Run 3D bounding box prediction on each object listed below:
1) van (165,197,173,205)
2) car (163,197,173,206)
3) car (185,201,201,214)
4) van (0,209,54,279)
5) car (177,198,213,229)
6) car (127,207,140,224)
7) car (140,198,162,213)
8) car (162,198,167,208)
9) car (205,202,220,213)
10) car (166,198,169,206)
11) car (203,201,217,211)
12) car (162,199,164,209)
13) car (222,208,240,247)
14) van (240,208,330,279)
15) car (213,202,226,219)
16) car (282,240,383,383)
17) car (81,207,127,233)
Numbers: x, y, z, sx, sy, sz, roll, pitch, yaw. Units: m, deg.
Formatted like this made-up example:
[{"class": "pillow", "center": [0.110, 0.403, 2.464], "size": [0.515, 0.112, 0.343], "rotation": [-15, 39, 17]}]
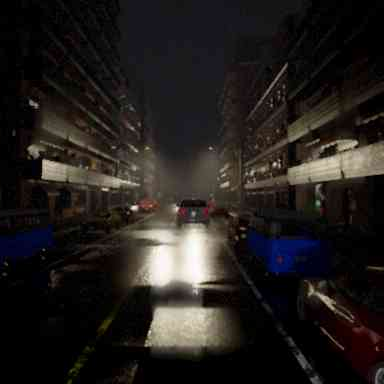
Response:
[{"class": "van", "center": [-5.704, 2.256, 84.018], "size": [1.690, 1.788, 3.998], "rotation": [0, -1, 0]}, {"class": "car", "center": [-5.702, 2.090, 72.637], "size": [2.192, 1.841, 5.009], "rotation": [0, -1, 0]}, {"class": "car", "center": [0.092, 1.919, 41.412], "size": [1.837, 1.490, 4.892], "rotation": [0, -1, 0]}, {"class": "van", "center": [-5.686, 1.437, 10.048], "size": [1.690, 1.788, 3.998], "rotation": [0, -1, 0]}, {"class": "car", "center": [0.095, 1.450, 23.544], "size": [2.150, 2.045, 5.566], "rotation": [0, -1, 0]}, {"class": "car", "center": [-5.692, 1.848, 27.118], "size": [1.802, 1.307, 4.206], "rotation": [0, -1, 0]}, {"class": "car", "center": [-5.694, 1.761, 44.189], "size": [2.192, 1.841, 5.009], "rotation": [0, -1, 0]}, {"class": "car", "center": [-5.698, 2.137, 55.567], "size": [1.947, 1.339, 4.313], "rotation": [0, -1, 0]}, {"class": "car", "center": [2.685, 2.028, 44.186], "size": [1.802, 1.307, 4.206], "rotation": [0, -1, 0]}, {"class": "car", "center": [-5.700, 2.219, 61.255], "size": [1.802, 1.307, 4.206], "rotation": [0, -1, 0]}, {"class": "car", "center": [2.683, 2.089, 49.876], "size": [1.802, 1.307, 4.206], "rotation": [0, -1, 0]}, {"class": "car", "center": [-5.697, 2.031, 49.707], "size": [1.752, 1.417, 4.829], "rotation": [0, -1, 0]}, {"class": "car", "center": [2.691, 1.695, 15.737], "size": [1.887, 1.381, 4.507], "rotation": [0, -1, 0]}, {"class": "van", "center": [2.693, 1.436, 10.048], "size": [1.690, 1.788, 3.998], "rotation": [0, -1, 0]}, {"class": "car", "center": [2.687, 1.908, 32.806], "size": [1.802, 1.307, 4.206], "rotation": [0, -1, 0]}, {"class": "car", "center": [2.693, 1.623, 4.358], "size": [1.802, 1.307, 4.206], "rotation": [0, -1, 0]}, {"class": "car", "center": [-5.690, 1.732, 21.257], "size": [1.752, 1.417, 4.829], "rotation": [0, -1, 0]}]
